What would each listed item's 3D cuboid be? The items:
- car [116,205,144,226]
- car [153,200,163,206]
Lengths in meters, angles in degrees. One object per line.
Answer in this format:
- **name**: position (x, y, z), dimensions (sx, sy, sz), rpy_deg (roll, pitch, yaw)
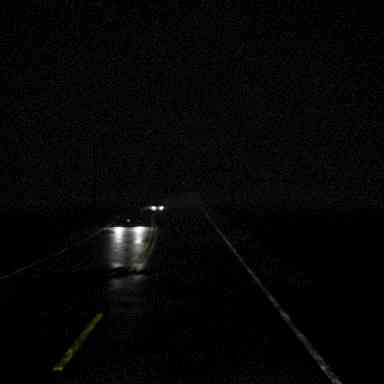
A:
- **car**: position (-4.921, 1.873, 26.806), dimensions (1.837, 1.490, 4.892), rpy_deg (0, -1, -7)
- **car**: position (-6.986, 2.250, 68.586), dimensions (1.895, 1.301, 4.718), rpy_deg (0, 0, 0)
